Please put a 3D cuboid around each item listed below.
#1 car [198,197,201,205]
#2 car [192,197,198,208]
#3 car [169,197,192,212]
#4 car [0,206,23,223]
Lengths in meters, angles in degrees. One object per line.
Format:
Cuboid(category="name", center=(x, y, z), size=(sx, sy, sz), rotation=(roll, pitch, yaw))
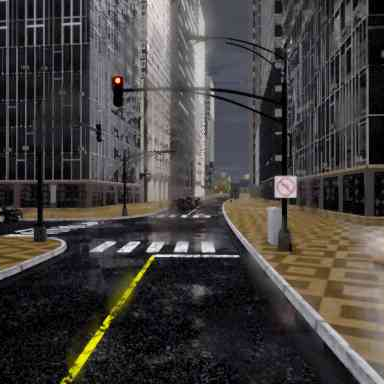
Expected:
Cuboid(category="car", center=(0.502, 1.501, 58.404), size=(1.994, 1.385, 4.181), rotation=(0, 0, 7))
Cuboid(category="car", center=(-0.604, 1.462, 48.445), size=(1.837, 1.490, 4.892), rotation=(0, 0, 6))
Cuboid(category="car", center=(-1.486, 1.450, 38.637), size=(1.882, 1.535, 5.008), rotation=(0, 0, 5))
Cuboid(category="car", center=(-16.520, 1.854, 28.032), size=(4.403, 1.369, 2.008), rotation=(-1, 1, 10))
